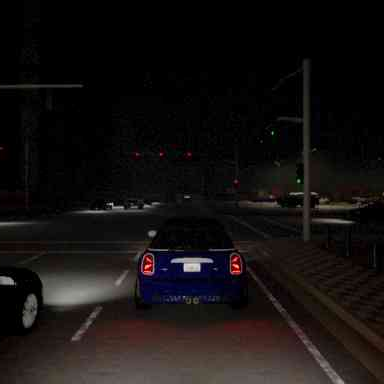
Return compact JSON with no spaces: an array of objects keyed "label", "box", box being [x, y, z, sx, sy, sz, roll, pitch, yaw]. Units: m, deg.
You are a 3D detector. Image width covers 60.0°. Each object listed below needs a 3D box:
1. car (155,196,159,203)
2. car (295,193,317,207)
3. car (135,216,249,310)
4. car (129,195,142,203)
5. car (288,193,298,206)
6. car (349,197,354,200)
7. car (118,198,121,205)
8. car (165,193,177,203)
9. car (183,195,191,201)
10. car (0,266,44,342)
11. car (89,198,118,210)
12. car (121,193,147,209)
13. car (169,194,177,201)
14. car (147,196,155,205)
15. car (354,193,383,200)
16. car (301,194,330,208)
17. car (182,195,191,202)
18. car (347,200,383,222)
[{"label":"car","box":[-8.091,1.522,70.890,2.128,1.511,4.902,0,0,-1]},{"label":"car","box":[20.860,1.419,58.608,3.905,1.438,1.784,0,0,0]},{"label":"car","box":[-0.023,1.352,8.003,2.097,1.767,4.553,0,0,-1]},{"label":"car","box":[-11.565,1.477,68.297,1.882,1.535,5.008,0,0,-1]},{"label":"car","box":[20.798,1.209,61.291,4.605,1.855,1.932,0,0,0]},{"label":"car","box":[35.890,1.419,69.798,3.905,1.438,1.784,0,0,0]},{"label":"car","box":[-11.489,1.601,53.772,1.895,1.301,4.718,0,0,0]},{"label":"car","box":[-4.604,1.215,72.108,2.150,2.045,5.566,0,0,-1]},{"label":"car","box":[-1.219,1.386,82.537,1.812,1.442,4.674,0,0,-1]},{"label":"car","box":[-3.489,1.505,3.839,1.837,1.490,4.892,0,0,0]},{"label":"car","box":[-11.364,1.547,42.129,2.033,1.411,5.357,0,0,0]},{"label":"car","box":[-7.913,1.221,45.803,2.150,2.045,5.566,0,0,-3]},{"label":"car","box":[-4.719,1.362,82.499,1.837,1.490,4.892,0,0,-1]},{"label":"car","box":[-8.015,1.601,57.364,1.895,1.301,4.718,0,0,0]},{"label":"car","box":[35.838,1.209,66.902,4.605,1.855,1.932,0,0,0]},{"label":"car","box":[20.870,1.451,55.713,3.806,1.475,1.970,0,0,0]},{"label":"car","box":[-1.108,1.595,72.469,1.895,1.301,4.718,0,0,-1]},{"label":"car","box":[15.017,1.581,26.717,4.674,1.442,1.812,0,0,-1]}]
